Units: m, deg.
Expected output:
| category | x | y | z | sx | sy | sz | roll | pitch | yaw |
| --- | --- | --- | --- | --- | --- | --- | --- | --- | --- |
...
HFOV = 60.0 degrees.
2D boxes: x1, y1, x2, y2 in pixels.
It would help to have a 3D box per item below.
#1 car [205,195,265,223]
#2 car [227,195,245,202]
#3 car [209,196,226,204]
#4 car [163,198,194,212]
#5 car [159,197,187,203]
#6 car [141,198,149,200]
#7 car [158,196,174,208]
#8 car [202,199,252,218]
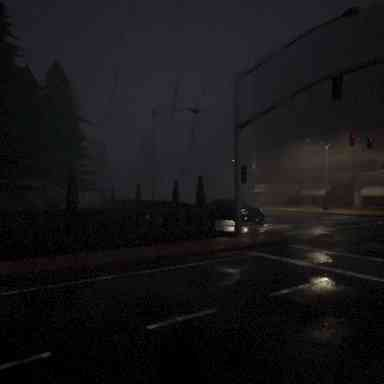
| category | x | y | z | sx | sy | sz | roll | pitch | yaw |
| --- | --- | --- | --- | --- | --- | --- | --- | --- | --- |
| car | 3.122 | 1.295 | 23.930 | 2.097 | 1.767 | 4.553 | 0 | 0 | -33 |
| car | 9.805 | 1.463 | 74.031 | 1.812 | 1.442 | 4.674 | 0 | 0 | 40 |
| car | 5.020 | 1.487 | 64.914 | 2.033 | 1.411 | 5.357 | 0 | 0 | 20 |
| car | -1.665 | 1.490 | 39.128 | 2.033 | 1.411 | 5.357 | 0 | 0 | -21 |
| car | -1.978 | 1.490 | 31.909 | 2.033 | 1.411 | 5.357 | 0 | 0 | -30 |
| car | -6.392 | 1.468 | 43.302 | 1.812 | 1.442 | 4.674 | 0 | 0 | -14 |
| car | -3.878 | 1.433 | 49.340 | 2.128 | 1.511 | 4.902 | 0 | 0 | -5 |
| car | 3.081 | 1.420 | 30.386 | 1.882 | 1.535 | 5.008 | 0 | 0 | -32 |
